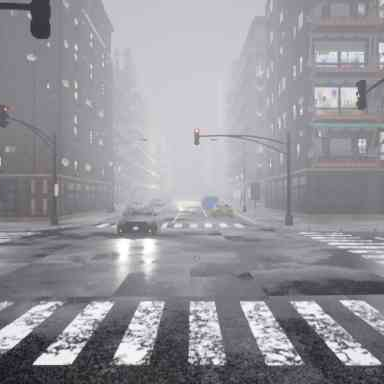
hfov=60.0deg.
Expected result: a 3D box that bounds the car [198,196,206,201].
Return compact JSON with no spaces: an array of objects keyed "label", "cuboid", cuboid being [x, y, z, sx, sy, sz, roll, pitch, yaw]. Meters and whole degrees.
[{"label":"car","cuboid":[2.581,1.627,83.665,1.887,1.381,4.507,1,0,0]}]

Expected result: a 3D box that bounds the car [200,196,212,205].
[{"label":"car","cuboid":[2.581,1.486,61.040,1.967,1.590,4.097,1,0,0]}]

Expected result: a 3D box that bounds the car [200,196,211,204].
[{"label":"car","cuboid":[2.580,1.604,66.697,2.008,1.369,4.403,1,0,0]}]

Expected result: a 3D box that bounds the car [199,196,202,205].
[{"label":"car","cuboid":[2.581,1.347,49.728,2.192,1.841,5.009,1,0,0]}]

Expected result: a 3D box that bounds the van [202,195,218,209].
[{"label":"van","cuboid":[2.613,1.366,44.075,1.690,1.788,3.998,1,0,0]}]

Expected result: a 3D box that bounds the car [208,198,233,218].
[{"label":"car","cuboid":[2.707,1.538,30.241,1.752,1.417,4.829,1,0,0]}]

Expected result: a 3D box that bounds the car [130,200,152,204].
[{"label":"car","cuboid":[-5.432,1.565,32.697,2.008,1.369,4.403,1,0,0]}]

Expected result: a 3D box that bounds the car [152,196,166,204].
[{"label":"car","cuboid":[-5.302,1.613,49.670,1.802,1.307,4.206,1,0,0]}]

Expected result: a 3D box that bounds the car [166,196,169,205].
[{"label":"car","cuboid":[-5.301,1.563,55.158,1.752,1.417,4.829,1,0,0]}]

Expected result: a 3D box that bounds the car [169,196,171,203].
[{"label":"car","cuboid":[-5.301,1.627,60.986,1.802,1.307,4.206,1,0,0]}]

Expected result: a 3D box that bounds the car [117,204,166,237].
[{"label":"car","cuboid":[-2.747,1.571,18.125,1.994,1.385,4.181,0,0,0]}]
